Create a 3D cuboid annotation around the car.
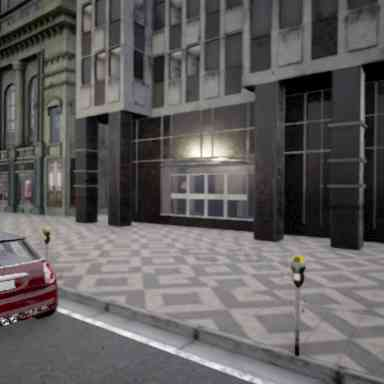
[{"bbox_3d":[-4.310,1.387,6.007,4.097,1.590,1.967,1,1,35],"label":"car"}]
